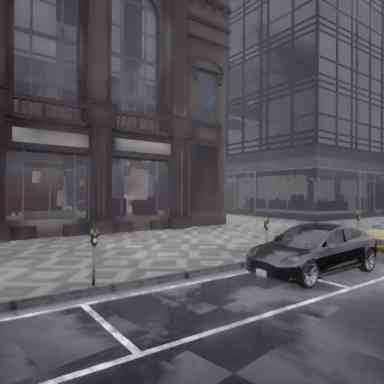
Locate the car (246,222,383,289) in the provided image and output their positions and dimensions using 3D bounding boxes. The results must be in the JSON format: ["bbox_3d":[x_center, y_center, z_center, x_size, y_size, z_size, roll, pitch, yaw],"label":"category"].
[{"bbox_3d":[3.434,1.564,9.205,4.313,1.339,1.947,0,1,-35],"label":"car"}]
